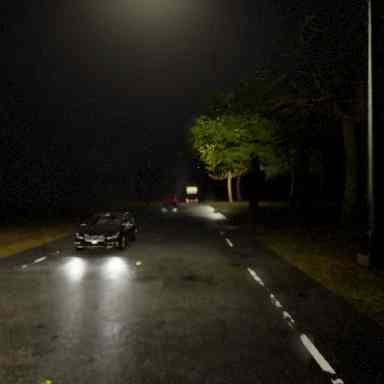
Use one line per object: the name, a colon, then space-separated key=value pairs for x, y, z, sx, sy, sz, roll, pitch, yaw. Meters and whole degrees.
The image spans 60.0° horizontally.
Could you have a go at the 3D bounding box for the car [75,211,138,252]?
car: x=-3.598 y=1.623 z=14.680 sx=1.837 sy=1.490 sz=4.892 roll=0 pitch=0 yaw=0

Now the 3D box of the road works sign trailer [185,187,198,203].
road works sign trailer: x=0.009 y=0.675 z=75.168 sx=2.380 sy=3.560 sz=2.880 roll=0 pitch=1 yaw=0

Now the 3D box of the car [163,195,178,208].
car: x=-3.556 y=1.533 z=55.616 sx=2.150 sy=2.045 sz=5.566 roll=0 pitch=0 yaw=0
